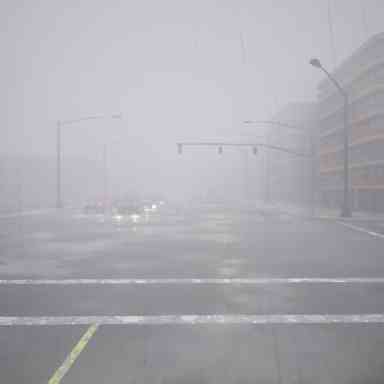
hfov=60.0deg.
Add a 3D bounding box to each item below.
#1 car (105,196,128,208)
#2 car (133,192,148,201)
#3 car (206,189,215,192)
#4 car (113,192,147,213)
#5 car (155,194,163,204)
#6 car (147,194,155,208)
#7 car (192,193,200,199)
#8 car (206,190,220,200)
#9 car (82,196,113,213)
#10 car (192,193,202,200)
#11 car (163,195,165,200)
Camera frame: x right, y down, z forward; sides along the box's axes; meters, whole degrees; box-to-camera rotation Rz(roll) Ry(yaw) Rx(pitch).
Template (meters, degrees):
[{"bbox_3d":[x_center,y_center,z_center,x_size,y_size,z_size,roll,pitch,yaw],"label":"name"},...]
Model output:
[{"bbox_3d":[-9.808,1.314,43.449,1.994,1.385,4.181,0,1,0],"label":"car"},{"bbox_3d":[-9.702,0.896,63.144,2.128,1.511,4.902,0,1,1],"label":"car"},{"bbox_3d":[4.387,0.425,75.867,2.150,2.045,5.566,0,1,0],"label":"car"},{"bbox_3d":[-6.335,1.226,34.463,2.097,1.767,4.553,0,1,0],"label":"car"},{"bbox_3d":[-6.276,1.080,52.627,2.128,1.511,4.902,0,1,0],"label":"car"},{"bbox_3d":[-6.309,1.277,43.346,1.812,1.442,4.674,0,1,0],"label":"car"},{"bbox_3d":[0.886,0.792,76.127,1.895,1.301,4.718,0,1,0],"label":"car"},{"bbox_3d":[4.457,0.919,65.884,1.994,1.385,4.181,0,1,0],"label":"car"},{"bbox_3d":[-9.833,1.225,34.806,2.097,1.767,4.553,0,1,0],"label":"car"},{"bbox_3d":[0.957,0.830,66.048,1.882,1.535,5.008,0,1,0],"label":"car"},{"bbox_3d":[-6.208,1.012,62.756,1.895,1.301,4.718,0,1,1],"label":"car"}]
